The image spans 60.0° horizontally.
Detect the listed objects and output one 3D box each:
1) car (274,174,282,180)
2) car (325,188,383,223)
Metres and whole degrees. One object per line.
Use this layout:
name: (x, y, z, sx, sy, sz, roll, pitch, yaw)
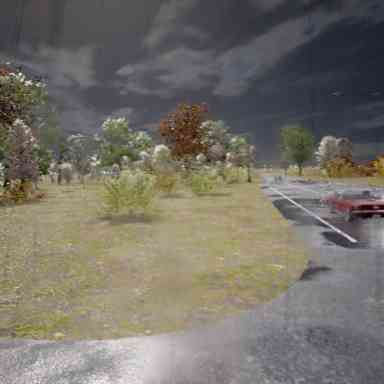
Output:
car: (22.643, -4.014, 87.126, 1.812, 1.442, 4.674, -1, 3, 14)
car: (7.533, 0.515, 15.142, 1.895, 1.301, 4.718, -2, 3, 9)
